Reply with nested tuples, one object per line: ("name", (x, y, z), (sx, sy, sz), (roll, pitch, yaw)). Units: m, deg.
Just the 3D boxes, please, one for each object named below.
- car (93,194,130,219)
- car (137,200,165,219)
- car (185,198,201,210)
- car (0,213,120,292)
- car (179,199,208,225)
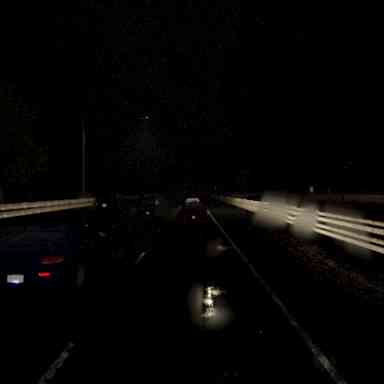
("car", (-6.903, 1.154, 28.843), (2.150, 2.045, 5.566), (0, 0, 0))
("car", (-3.402, 1.426, 28.026), (2.128, 1.511, 4.902), (0, 0, 0))
("car", (0.101, 1.503, 42.073), (1.895, 1.301, 4.718), (0, 0, 0))
("car", (-3.402, 1.505, 8.734), (1.812, 1.442, 4.674), (0, 0, 0))
("car", (0.099, 1.422, 23.506), (1.882, 1.535, 5.008), (0, 0, 0))
